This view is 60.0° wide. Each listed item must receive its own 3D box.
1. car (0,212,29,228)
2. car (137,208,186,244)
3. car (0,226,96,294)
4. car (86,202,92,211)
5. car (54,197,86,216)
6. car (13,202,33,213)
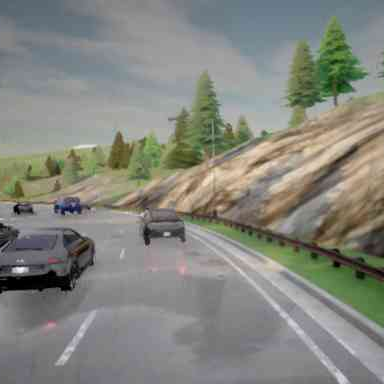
[{"bbox_3d":[-7.881,1.718,12.336,1.812,1.442,4.674,-1,0,-10],"label":"car"},{"bbox_3d":[-1.559,1.544,16.161,2.128,1.511,4.902,-1,0,-12],"label":"car"},{"bbox_3d":[-3.932,1.663,9.166,1.994,1.385,4.181,-1,0,-7],"label":"car"},{"bbox_3d":[-15.812,2.007,46.968,1.895,1.301,4.718,-1,0,-35],"label":"car"},{"bbox_3d":[-14.533,1.592,38.802,2.150,2.045,5.566,-1,0,-34],"label":"car"},{"bbox_3d":[-22.109,2.040,43.572,2.128,1.511,4.902,-1,0,-33],"label":"car"}]
